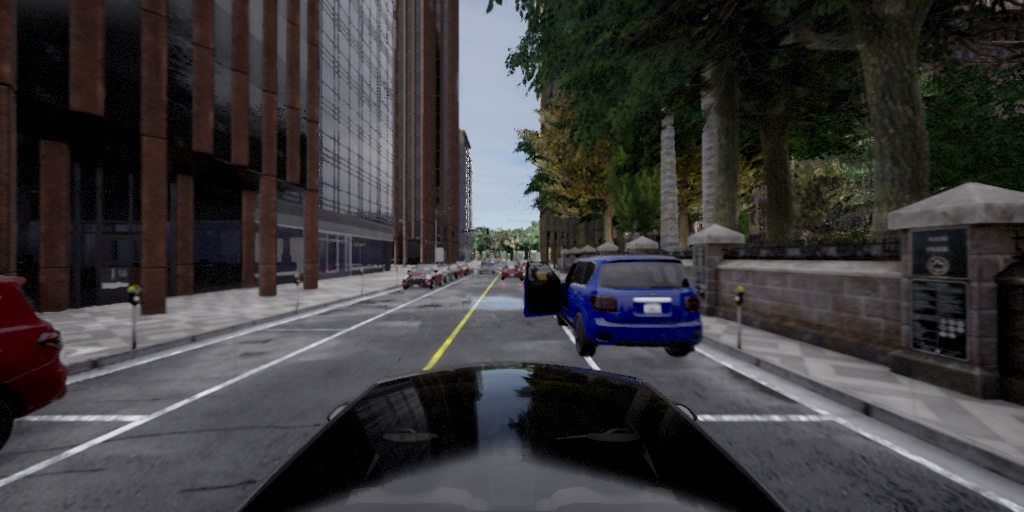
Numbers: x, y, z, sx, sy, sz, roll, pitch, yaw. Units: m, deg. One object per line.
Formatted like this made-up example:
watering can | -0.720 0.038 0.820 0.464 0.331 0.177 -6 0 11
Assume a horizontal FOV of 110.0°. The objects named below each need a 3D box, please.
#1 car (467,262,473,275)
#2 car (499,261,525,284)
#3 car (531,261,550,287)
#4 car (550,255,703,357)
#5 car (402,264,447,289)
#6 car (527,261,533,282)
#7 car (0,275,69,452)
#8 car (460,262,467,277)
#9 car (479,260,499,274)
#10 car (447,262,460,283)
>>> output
car | -5.785 1.361 39.931 1.967 1.591 4.097 0 0 0
car | 0.029 1.411 32.261 1.812 1.442 4.674 0 0 1
car | 2.747 1.396 29.194 1.751 1.417 4.829 0 0 0
car | 2.391 1.001 8.780 2.150 2.045 5.566 0 0 0
car | -5.775 1.286 23.560 1.967 1.591 4.097 0 0 0
car | 2.744 1.461 34.481 1.948 1.339 4.313 0 0 0
car | -5.762 1.065 1.732 2.192 1.841 5.009 0 0 0
car | -5.782 1.441 34.474 1.888 1.381 4.507 0 0 0
car | -3.055 1.543 44.604 1.895 1.301 4.718 0 0 1
car | -5.778 1.421 29.017 2.007 1.370 4.403 0 0 0
